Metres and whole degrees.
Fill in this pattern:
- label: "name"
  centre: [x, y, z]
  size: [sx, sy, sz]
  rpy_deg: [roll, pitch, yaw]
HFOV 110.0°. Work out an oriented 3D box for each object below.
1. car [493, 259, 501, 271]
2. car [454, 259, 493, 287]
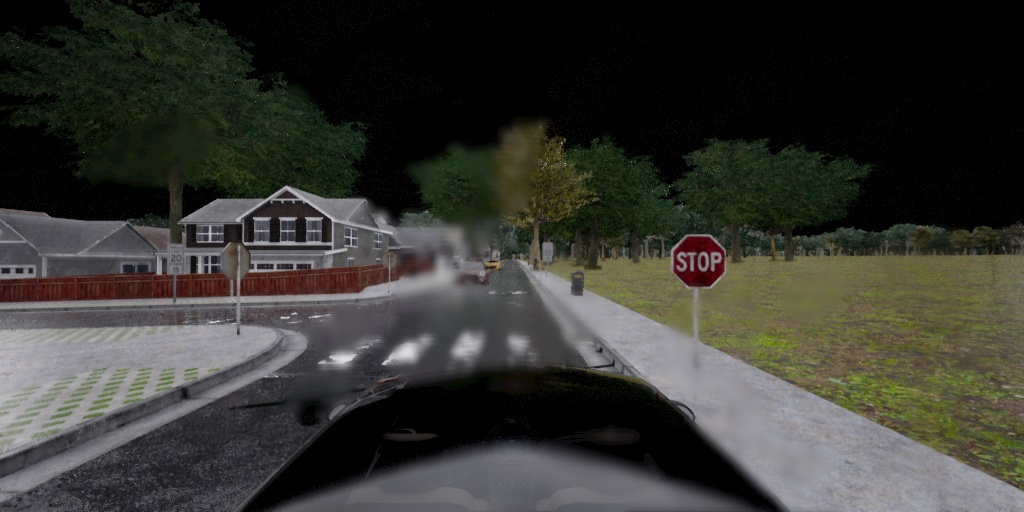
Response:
- label: "car"
  centre: [-2.529, 1.225, 49.985]
  size: [1.882, 1.535, 5.008]
  rpy_deg: [0, 0, 0]
- label: "car"
  centre: [-2.649, 1.110, 24.606]
  size: [2.097, 1.767, 4.553]
  rpy_deg: [0, 0, 0]
